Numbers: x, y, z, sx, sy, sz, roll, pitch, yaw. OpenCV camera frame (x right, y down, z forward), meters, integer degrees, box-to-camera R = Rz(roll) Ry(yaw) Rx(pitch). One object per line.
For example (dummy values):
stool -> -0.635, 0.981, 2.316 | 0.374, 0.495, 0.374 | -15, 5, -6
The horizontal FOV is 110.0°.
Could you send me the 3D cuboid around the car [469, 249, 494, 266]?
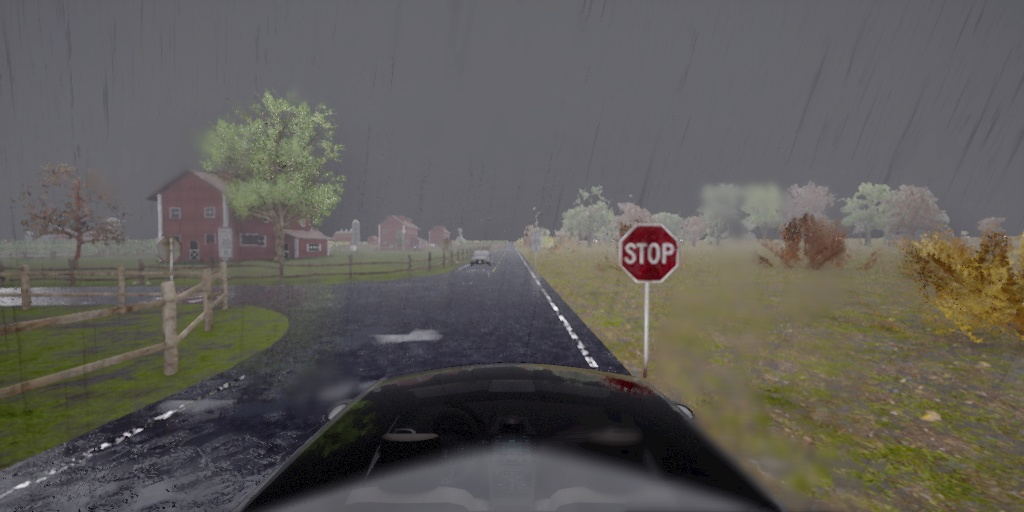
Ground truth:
car -> -2.762, 0.154, 33.168 | 1.837, 1.490, 4.892 | 0, 3, 0
